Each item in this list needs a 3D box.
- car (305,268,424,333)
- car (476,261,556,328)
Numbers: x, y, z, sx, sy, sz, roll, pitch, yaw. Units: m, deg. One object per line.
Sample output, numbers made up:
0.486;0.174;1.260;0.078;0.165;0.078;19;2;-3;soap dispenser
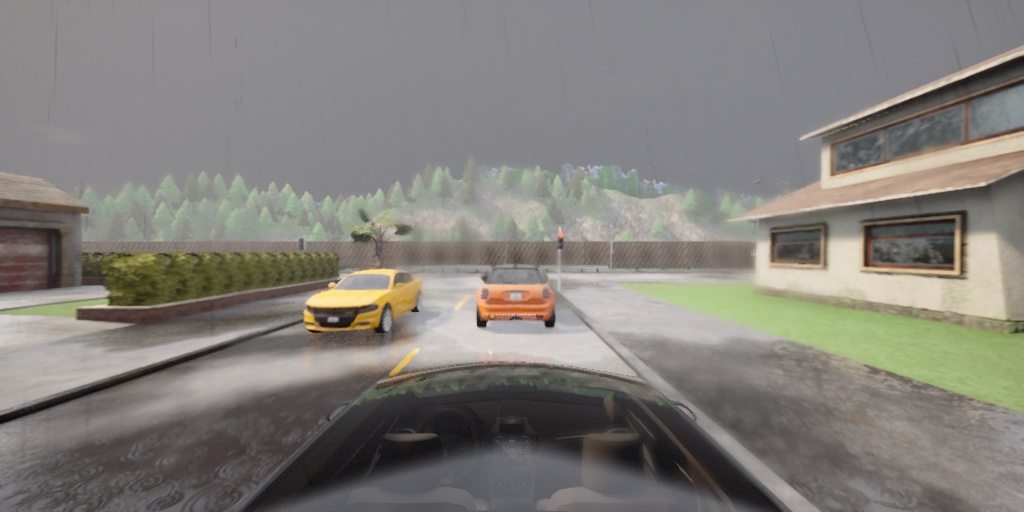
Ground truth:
-4.021;1.140;10.571;1.882;1.535;5.008;0;0;0;car
0.098;1.008;11.182;2.097;1.767;4.553;0;1;0;car
